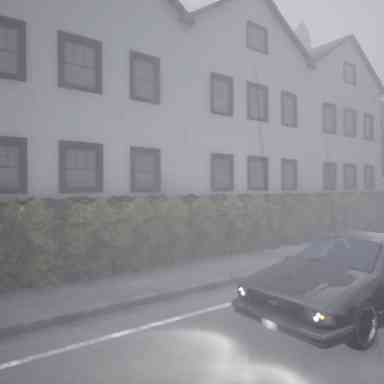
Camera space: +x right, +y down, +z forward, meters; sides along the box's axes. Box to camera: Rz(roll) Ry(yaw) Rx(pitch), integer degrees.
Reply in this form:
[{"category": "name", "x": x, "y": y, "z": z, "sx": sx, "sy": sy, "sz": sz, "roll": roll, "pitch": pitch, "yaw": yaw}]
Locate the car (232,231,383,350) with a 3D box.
[{"category": "car", "x": 3.275, "y": 1.490, "z": 6.320, "sx": 5.357, "sy": 1.411, "sz": 2.033, "roll": -1, "pitch": 0, "yaw": -36}]
